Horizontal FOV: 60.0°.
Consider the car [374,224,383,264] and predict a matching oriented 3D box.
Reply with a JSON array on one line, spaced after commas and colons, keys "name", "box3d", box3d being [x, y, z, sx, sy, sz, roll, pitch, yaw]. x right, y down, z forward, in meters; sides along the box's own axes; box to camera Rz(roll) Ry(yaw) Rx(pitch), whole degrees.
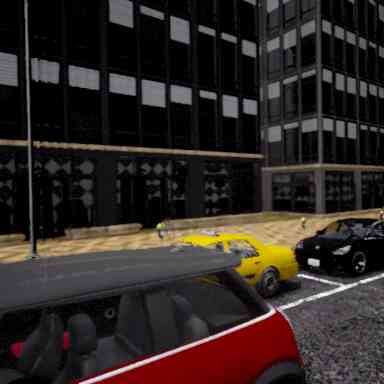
[{"name": "car", "box3d": [6.477, 1.475, 7.991, 4.181, 1.385, 1.994, -1, 0, -36]}]

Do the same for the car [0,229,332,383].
[{"name": "car", "box3d": [-1.243, 1.349, 2.483, 4.553, 1.767, 2.097, -1, 0, -35]}]

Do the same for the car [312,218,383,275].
[{"name": "car", "box3d": [5.007, 1.477, 10.109, 4.313, 1.339, 1.947, -1, 0, -36]}]
